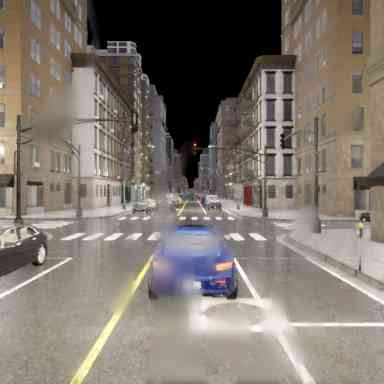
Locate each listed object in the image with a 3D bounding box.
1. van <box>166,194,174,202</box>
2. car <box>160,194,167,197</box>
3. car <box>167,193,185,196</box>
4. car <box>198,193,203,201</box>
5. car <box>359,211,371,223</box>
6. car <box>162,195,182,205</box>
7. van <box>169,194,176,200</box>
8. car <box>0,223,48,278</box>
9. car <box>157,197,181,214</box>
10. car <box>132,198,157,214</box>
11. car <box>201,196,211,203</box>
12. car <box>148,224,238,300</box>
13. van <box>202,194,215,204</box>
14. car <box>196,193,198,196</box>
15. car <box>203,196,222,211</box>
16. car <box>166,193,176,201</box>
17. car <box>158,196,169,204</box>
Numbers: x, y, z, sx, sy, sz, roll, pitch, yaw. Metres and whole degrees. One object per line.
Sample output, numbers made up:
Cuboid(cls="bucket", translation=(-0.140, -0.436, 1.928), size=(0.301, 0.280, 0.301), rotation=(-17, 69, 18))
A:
Cuboid(cls="van", translation=(-5.282, 1.332, 78.967), size=(1.690, 1.788, 3.998), rotation=(0, 0, 0))
Cuboid(cls="car", translation=(-5.302, 1.433, 57.342), size=(1.967, 1.590, 4.097), rotation=(0, 0, 0))
Cuboid(cls="car", translation=(-2.695, 1.471, 56.579), size=(1.882, 1.535, 5.008), rotation=(0, 0, 1))
Cuboid(cls="car", translation=(2.763, 1.307, 62.735), size=(2.192, 1.841, 5.009), rotation=(0, 0, 0))
Cuboid(cls="car", translation=(15.113, 1.636, 24.042), size=(5.357, 1.411, 2.033), rotation=(0, 0, 0))
Cuboid(cls="car", translation=(-2.719, 1.520, 46.338), size=(1.812, 1.442, 4.674), rotation=(0, 0, 1))
Cuboid(cls="van", translation=(-5.272, 1.331, 89.779), size=(1.690, 1.788, 3.998), rotation=(0, 0, 0))
Cuboid(cls="car", translation=(-5.370, 1.550, 8.842), size=(2.008, 1.369, 4.403), rotation=(0, 0, 0))
Cuboid(cls="car", translation=(-2.748, 1.543, 36.167), size=(2.033, 1.411, 5.357), rotation=(0, 0, 4))
Cuboid(cls="car", translation=(-5.322, 1.547, 35.717), size=(2.008, 1.369, 4.403), rotation=(0, 0, 0))
Cuboid(cls="car", translation=(2.774, 1.558, 68.141), size=(1.947, 1.339, 4.313), rotation=(0, 0, 0))
Cuboid(cls="car", translation=(0.034, 1.526, 8.284), size=(1.812, 1.442, 4.674), rotation=(0, 0, 1))
Cuboid(cls="van", translation=(2.728, 1.335, 46.516), size=(1.690, 1.788, 3.998), rotation=(0, 0, 0))
Cuboid(cls="car", translation=(2.831, 1.534, 95.172), size=(1.887, 1.381, 4.507), rotation=(0, 0, 0))
Cuboid(cls="car", translation=(2.717, 1.546, 41.110), size=(2.008, 1.369, 4.403), rotation=(0, 0, 0))
Cuboid(cls="car", translation=(-5.277, 1.305, 84.373), size=(2.192, 1.841, 5.009), rotation=(0, 0, 0))
Cuboid(cls="car", translation=(-5.298, 1.518, 62.578), size=(1.752, 1.417, 4.829), rotation=(0, 0, 0))
